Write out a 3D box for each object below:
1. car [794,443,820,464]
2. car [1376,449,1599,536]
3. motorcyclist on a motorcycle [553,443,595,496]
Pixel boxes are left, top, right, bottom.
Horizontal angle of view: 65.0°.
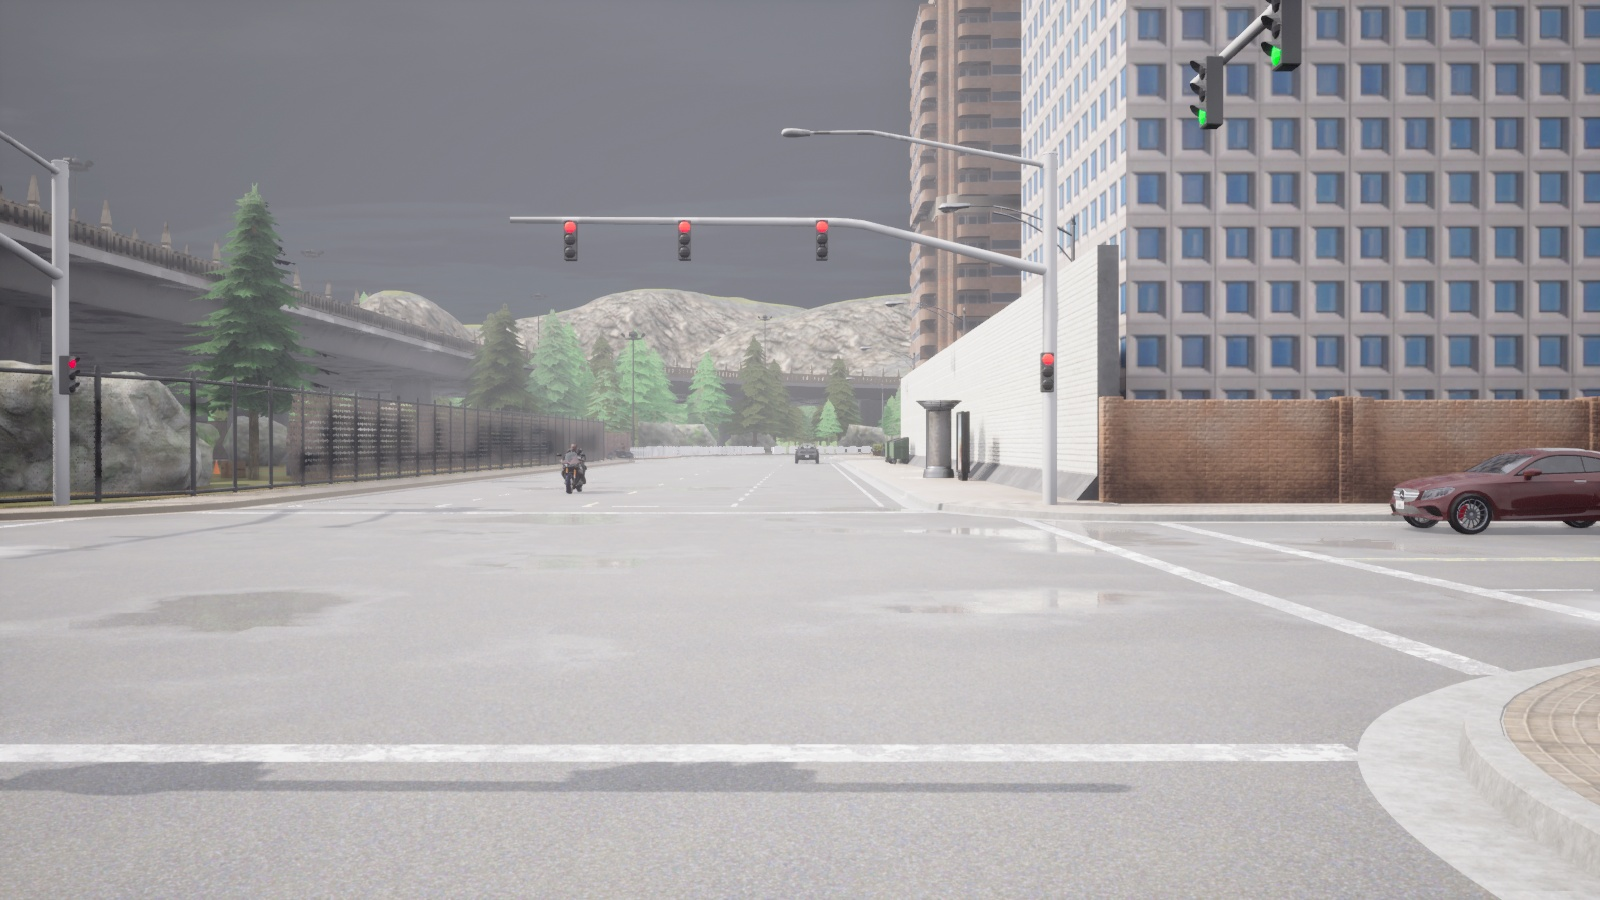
[{"bbox_3d":[0.512,0.246,91.154,1.816,1.474,4.193,0,0,0],"label":"car"},{"bbox_3d":[12.785,0.714,21.879,4.674,1.442,1.812,0,0,0],"label":"car"},{"bbox_3d":[-6.779,0.563,37.779,0.866,1.530,2.191,0,0,0],"label":"motorcyclist on a motorcycle"}]
